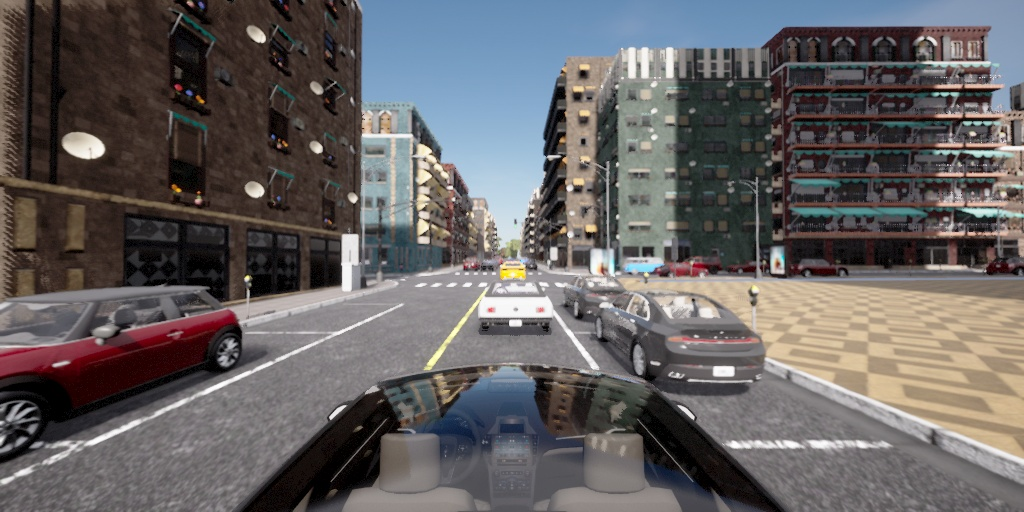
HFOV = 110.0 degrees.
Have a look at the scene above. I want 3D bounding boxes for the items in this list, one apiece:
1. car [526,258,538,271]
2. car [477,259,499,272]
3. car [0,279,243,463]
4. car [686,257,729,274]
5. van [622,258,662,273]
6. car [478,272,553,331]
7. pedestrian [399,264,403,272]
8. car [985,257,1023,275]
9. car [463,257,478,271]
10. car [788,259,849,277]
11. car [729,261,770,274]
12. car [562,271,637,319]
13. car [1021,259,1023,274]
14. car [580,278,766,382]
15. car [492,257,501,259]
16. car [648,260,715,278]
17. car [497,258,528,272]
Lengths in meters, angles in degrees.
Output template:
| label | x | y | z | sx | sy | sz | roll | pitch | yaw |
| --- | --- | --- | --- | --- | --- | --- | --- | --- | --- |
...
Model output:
| label | x | y | z | sx | sy | sz | roll | pitch | yaw |
| --- | --- | --- | --- | --- | --- | --- | --- | --- | --- |
| car | 2.646 | 1.355 | 50.727 | 1.948 | 1.339 | 4.313 | 0 | 0 | 0 |
| car | -3.159 | 1.389 | 48.426 | 1.895 | 1.301 | 4.718 | 0 | 0 | 1 |
| car | -5.821 | 1.192 | 4.721 | 1.967 | 1.591 | 4.097 | 0 | 0 | 0 |
| car | 19.265 | 0.992 | 37.517 | 5.009 | 1.841 | 2.192 | 0 | 0 | 0 |
| van | 13.738 | 1.061 | 37.552 | 3.998 | 1.789 | 1.690 | 0 | 0 | 0 |
| car | 0.092 | 1.358 | 11.036 | 1.895 | 1.301 | 4.718 | 0 | 0 | 0 |
| pedestrian | -12.565 | 1.114 | 40.679 | 0.375 | 1.860 | 0.375 | 0 | 0 | 0 |
| car | 41.320 | 0.822 | 28.999 | 4.097 | 1.591 | 1.967 | 0 | 0 | 0 |
| car | -5.734 | 1.104 | 50.759 | 2.192 | 1.841 | 5.009 | 0 | 0 | 0 |
| car | 24.738 | 0.947 | 29.103 | 4.097 | 1.591 | 1.967 | 0 | 0 | 0 |
| car | 24.793 | 1.180 | 37.483 | 4.507 | 1.381 | 1.888 | 0 | 0 | 0 |
| car | 2.811 | 1.309 | 12.535 | 2.007 | 1.370 | 4.403 | 0 | 0 | 0 |
| car | 48.997 | 0.915 | 31.562 | 5.357 | 1.411 | 2.033 | 0 | -1 | 1 |
| car | 2.817 | 1.304 | 6.965 | 2.007 | 1.370 | 4.403 | 0 | 0 | 0 |
| car | -3.135 | 1.344 | 58.119 | 2.033 | 1.411 | 5.357 | 0 | 0 | 0 |
| car | 13.683 | 1.174 | 29.172 | 4.207 | 1.307 | 1.802 | 0 | 0 | 0 |
| car | 0.067 | 1.183 | 28.699 | 1.882 | 1.535 | 5.008 | 0 | 0 | 0 |
